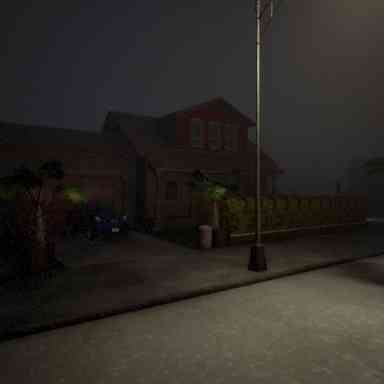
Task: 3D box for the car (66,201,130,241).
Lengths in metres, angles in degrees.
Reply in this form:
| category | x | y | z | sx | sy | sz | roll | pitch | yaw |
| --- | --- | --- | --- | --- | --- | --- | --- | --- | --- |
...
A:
| category | x | y | z | sx | sy | sz | roll | pitch | yaw |
| --- | --- | --- | --- | --- | --- | --- | --- | --- | --- |
| car | -4.134 | 1.174 | 14.517 | 1.845 | 1.501 | 3.633 | 0 | 0 | -38 |
